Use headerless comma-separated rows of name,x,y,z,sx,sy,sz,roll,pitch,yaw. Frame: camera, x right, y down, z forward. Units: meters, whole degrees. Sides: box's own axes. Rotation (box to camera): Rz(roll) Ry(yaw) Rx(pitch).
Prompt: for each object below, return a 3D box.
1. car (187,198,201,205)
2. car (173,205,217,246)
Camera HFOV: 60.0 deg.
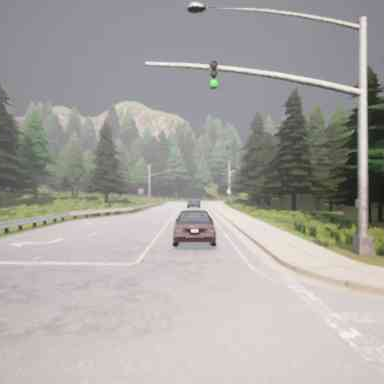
car,0.272,1.525,46.046,2.033,1.411,5.357,0,0,2
car,0.105,1.533,15.201,2.033,1.411,5.357,0,0,0
